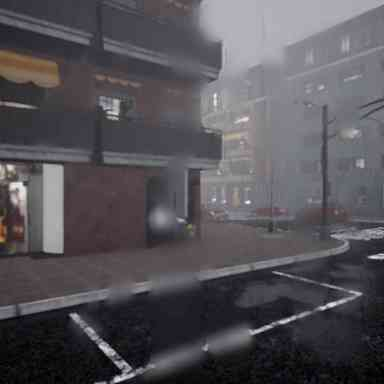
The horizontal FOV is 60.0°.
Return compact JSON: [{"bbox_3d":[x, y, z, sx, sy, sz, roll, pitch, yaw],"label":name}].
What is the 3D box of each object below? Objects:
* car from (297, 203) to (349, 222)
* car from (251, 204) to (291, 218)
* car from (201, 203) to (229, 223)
[{"bbox_3d":[10.887,1.631,28.118,1.967,1.590,4.097,-1,0,-35],"label":"car"},{"bbox_3d":[7.698,1.841,32.656,1.802,1.307,4.206,-1,0,-35],"label":"car"},{"bbox_3d":[1.255,1.688,28.109,1.967,1.590,4.097,-1,0,-35],"label":"car"}]
